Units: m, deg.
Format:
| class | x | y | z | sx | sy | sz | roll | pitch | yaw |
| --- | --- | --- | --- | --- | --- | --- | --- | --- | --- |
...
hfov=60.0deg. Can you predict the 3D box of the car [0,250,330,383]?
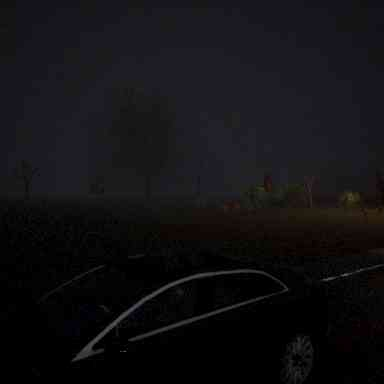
| class | x | y | z | sx | sy | sz | roll | pitch | yaw |
| --- | --- | --- | --- | --- | --- | --- | --- | --- | --- |
| car | -0.474 | 1.491 | 3.660 | 4.902 | 1.511 | 2.128 | 0 | 0 | -36 |
